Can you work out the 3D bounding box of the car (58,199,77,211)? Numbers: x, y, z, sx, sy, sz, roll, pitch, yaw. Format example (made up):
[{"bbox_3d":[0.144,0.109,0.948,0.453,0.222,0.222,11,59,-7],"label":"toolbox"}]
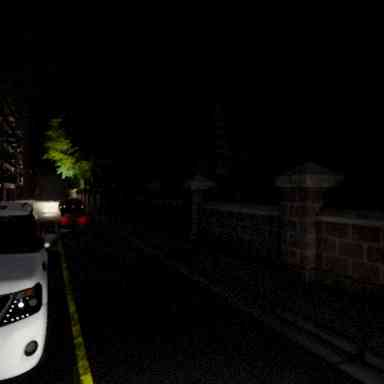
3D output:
[{"bbox_3d":[-15.633,1.590,41.594,1.994,1.385,4.181,0,0,-24],"label":"car"}]

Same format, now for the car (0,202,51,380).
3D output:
[{"bbox_3d":[-3.555,1.222,5.520,2.150,2.045,5.566,0,0,-23],"label":"car"}]

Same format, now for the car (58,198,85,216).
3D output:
[{"bbox_3d":[-11.739,1.371,32.503,2.097,1.767,4.553,0,0,-23],"label":"car"}]
